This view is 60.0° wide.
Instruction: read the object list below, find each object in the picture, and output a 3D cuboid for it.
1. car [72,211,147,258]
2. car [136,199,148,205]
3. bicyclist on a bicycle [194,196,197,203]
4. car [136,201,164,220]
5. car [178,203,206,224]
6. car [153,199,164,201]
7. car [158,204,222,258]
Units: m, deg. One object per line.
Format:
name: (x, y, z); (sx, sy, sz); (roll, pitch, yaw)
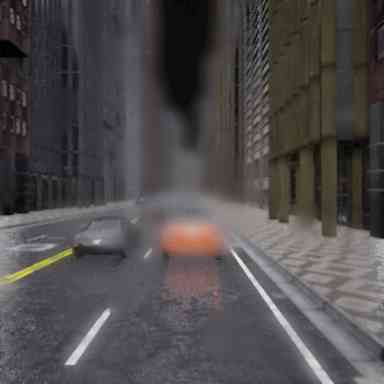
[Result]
car: (-3.223, 1.693, 13.407); (1.994, 1.385, 4.181); (0, 0, 0)
car: (-9.762, 2.022, 65.303); (1.882, 1.535, 5.008); (0, 0, 0)
bicyclist on a bicycle: (0.894, 2.057, 87.329); (0.659, 1.776, 1.843); (0, 0, 0)
car: (-3.226, 1.772, 28.480); (1.837, 1.490, 4.892); (0, 0, 1)
car: (0.024, 1.758, 28.488); (2.128, 1.511, 4.902); (0, 0, 1)
car: (-6.516, 2.022, 65.313); (1.882, 1.535, 5.008); (0, 0, 0)
car: (0.026, 1.479, 13.401); (2.097, 1.767, 4.553); (0, -1, 0)
